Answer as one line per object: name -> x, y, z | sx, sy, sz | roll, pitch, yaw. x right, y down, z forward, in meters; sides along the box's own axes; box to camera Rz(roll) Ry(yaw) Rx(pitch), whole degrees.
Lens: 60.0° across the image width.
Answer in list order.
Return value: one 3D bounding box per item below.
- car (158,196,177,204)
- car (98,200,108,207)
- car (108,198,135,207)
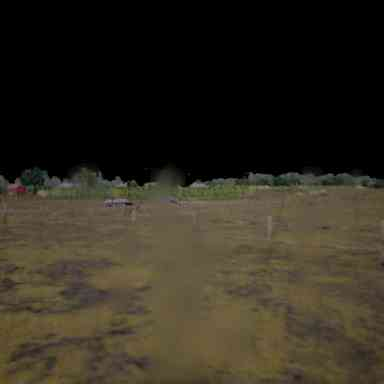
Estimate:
car -> -5.445, 1.762, 74.632 | 2.097, 1.767, 4.553 | -1, 0, 36
car -> -16.297, 2.262, 65.558 | 1.812, 1.442, 4.674 | -1, -1, 36
car -> -13.137, 2.013, 63.954 | 2.097, 1.767, 4.553 | -1, -1, 36
